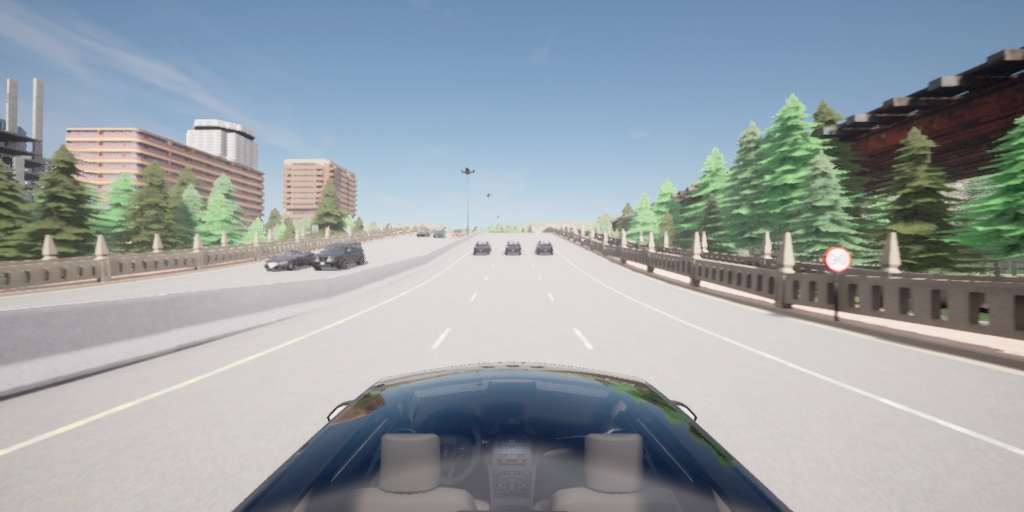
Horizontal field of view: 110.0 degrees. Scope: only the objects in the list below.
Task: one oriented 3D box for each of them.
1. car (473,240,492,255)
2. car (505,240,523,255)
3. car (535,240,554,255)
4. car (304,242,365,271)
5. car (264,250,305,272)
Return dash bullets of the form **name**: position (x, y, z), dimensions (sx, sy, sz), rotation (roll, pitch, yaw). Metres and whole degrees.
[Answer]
- **car**: position (-3.326, -1.048, 40.959), dimensions (2.128, 1.511, 4.902), rotation (0, 7, 1)
- **car**: position (0.174, -1.048, 40.938), dimensions (2.128, 1.511, 4.902), rotation (0, 7, 1)
- **car**: position (3.674, -1.049, 40.918), dimensions (2.128, 1.511, 4.902), rotation (0, 7, 1)
- **car**: position (-13.962, -0.029, 29.202), dimensions (2.150, 2.045, 5.566), rotation (0, 5, 1)
- **car**: position (-17.471, 0.302, 28.567), dimensions (2.128, 1.511, 4.902), rotation (0, 5, 1)
